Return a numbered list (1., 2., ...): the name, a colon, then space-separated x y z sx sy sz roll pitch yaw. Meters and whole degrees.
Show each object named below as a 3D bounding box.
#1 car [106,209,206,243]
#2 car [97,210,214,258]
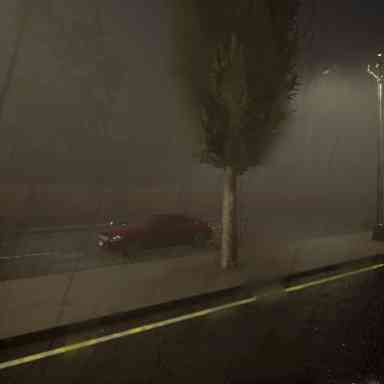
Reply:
1. car: -1.743 1.596 16.813 4.718 1.301 1.895 0 0 -35
2. car: -1.255 1.522 12.877 4.674 1.442 1.812 0 0 -35
